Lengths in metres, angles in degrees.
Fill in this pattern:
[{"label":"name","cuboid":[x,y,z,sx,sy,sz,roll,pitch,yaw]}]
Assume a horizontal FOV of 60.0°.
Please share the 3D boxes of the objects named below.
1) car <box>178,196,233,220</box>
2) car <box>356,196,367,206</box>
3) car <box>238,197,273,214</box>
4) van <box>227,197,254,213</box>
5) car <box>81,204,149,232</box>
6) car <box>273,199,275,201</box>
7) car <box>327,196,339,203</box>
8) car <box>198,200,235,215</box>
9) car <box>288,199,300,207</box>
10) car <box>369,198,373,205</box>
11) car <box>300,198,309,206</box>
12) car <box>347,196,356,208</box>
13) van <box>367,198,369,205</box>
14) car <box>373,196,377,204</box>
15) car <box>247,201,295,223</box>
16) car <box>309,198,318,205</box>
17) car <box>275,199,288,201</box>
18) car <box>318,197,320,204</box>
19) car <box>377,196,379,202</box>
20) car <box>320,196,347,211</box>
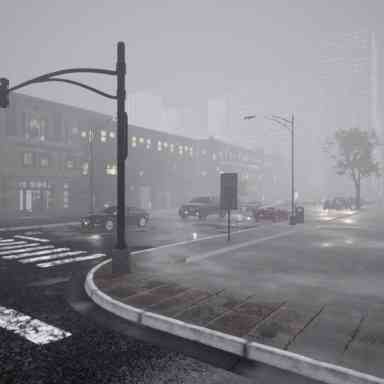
[{"label":"car","cuboid":[1.124,1.340,29.507,2.150,2.045,5.566,0,0,35]},{"label":"car","cuboid":[28.759,1.642,58.704,2.192,1.841,5.009,0,-1,35]},{"label":"car","cuboid":[7.036,1.660,37.881,2.128,1.511,4.902,0,0,35]},{"label":"van","cuboid":[5.998,1.518,40.938,1.690,1.788,3.998,0,0,35]},{"label":"car","cuboid":[-4.763,1.578,21.188,1.837,1.490,4.892,0,0,34]},{"label":"car","cuboid":[9.180,1.756,45.454,2.008,1.369,4.403,0,0,35]},{"label":"car","cuboid":[34.633,1.893,81.599,1.967,1.590,4.097,0,-1,35]},{"label":"car","cuboid":[2.719,1.674,36.279,1.752,1.417,4.829,0,0,35]},{"label":"car","cuboid":[15.543,1.815,54.491,2.008,1.369,4.403,0,-1,35]},{"label":"car","cuboid":[35.122,1.972,67.737,1.802,1.307,4.206,0,-1,35]},{"label":"car","cuboid":[18.725,1.846,59.009,2.008,1.369,4.403,0,-1,35]},{"label":"car","cuboid":[22.395,1.581,49.668,2.192,1.841,5.009,0,-1,35]},{"label":"van","cuboid":[31.940,1.699,63.222,1.690,1.788,3.998,0,-1,35]},{"label":"car","cuboid":[38.402,1.948,72.396,1.752,1.417,4.829,0,-1,35]},{"label":"car","cuboid":[6.531,1.670,27.047,1.887,1.381,4.507,0,0,35]},{"label":"car","cuboid":[21.907,1.876,63.527,2.008,1.369,4.403,0,-1,35]},{"label":"car","cuboid":[12.264,1.759,49.833,1.752,1.417,4.829,0,-1,35]},{"label":"car","cuboid":[28.270,1.828,72.563,1.967,1.590,4.097,0,-1,35]},{"label":"car","cuboid":[41.485,2.037,76.774,1.802,1.307,4.206,0,-1,35]},{"label":"car","cuboid":[19.214,1.676,45.149,1.967,1.590,4.097,0,-1,35]}]
